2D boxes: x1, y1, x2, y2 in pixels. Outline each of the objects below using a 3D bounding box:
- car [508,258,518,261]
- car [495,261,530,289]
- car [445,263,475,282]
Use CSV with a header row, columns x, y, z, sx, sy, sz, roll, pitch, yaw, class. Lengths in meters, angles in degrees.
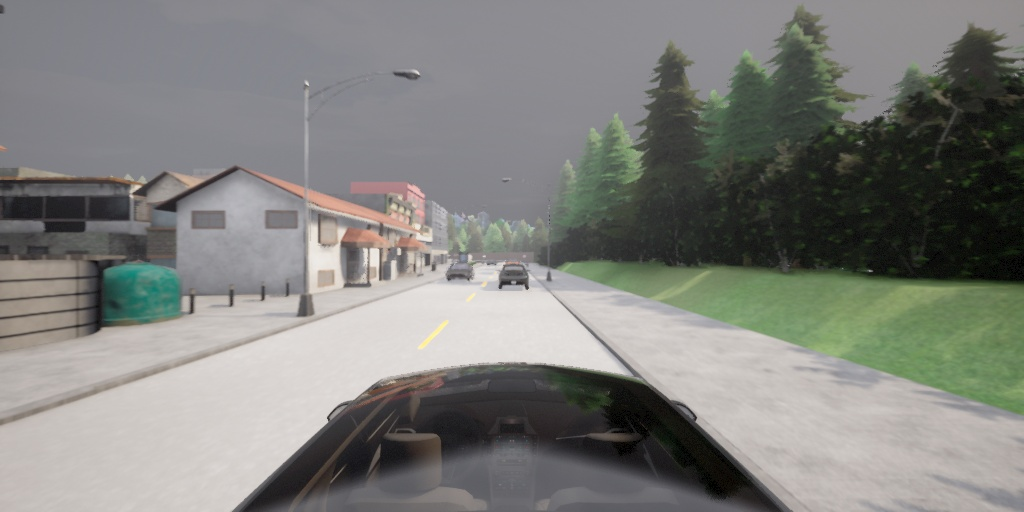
x,y,z,sx,sy,sz,roll,pitch,yaw,class
0.122,1.127,51.208,2.097,1.767,4.553,0,0,0,car
0.104,1.268,23.318,1.837,1.490,4.892,0,0,0,car
-4.092,1.312,29.335,2.033,1.411,5.357,0,0,0,car
